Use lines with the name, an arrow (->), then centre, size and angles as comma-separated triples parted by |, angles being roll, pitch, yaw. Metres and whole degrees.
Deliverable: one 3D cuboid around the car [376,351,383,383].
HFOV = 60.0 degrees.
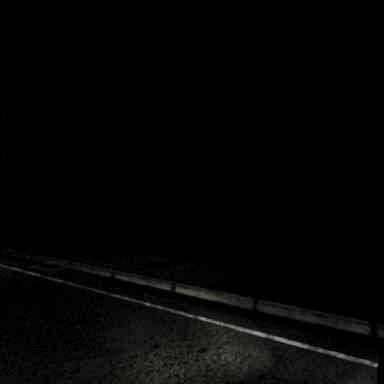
car -> 3.613, 1.478, 1.415 | 5.008, 1.535, 1.882 | 0, 0, 36
